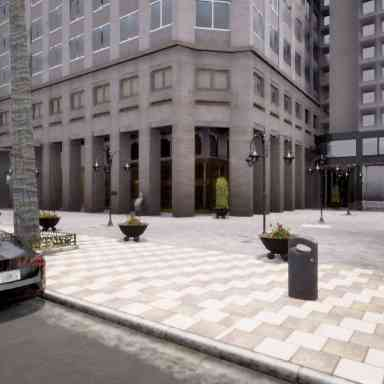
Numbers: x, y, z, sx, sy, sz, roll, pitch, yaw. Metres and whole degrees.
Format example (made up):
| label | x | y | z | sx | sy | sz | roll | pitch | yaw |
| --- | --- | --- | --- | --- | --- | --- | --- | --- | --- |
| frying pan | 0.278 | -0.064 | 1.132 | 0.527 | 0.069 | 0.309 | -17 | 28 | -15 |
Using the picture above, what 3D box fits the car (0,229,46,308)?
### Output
| label | x | y | z | sx | sy | sz | roll | pitch | yaw |
| --- | --- | --- | --- | --- | --- | --- | --- | --- | --- |
| car | -5.085 | 1.513 | 7.118 | 4.786 | 1.482 | 2.161 | 0 | 0 | 35 |
